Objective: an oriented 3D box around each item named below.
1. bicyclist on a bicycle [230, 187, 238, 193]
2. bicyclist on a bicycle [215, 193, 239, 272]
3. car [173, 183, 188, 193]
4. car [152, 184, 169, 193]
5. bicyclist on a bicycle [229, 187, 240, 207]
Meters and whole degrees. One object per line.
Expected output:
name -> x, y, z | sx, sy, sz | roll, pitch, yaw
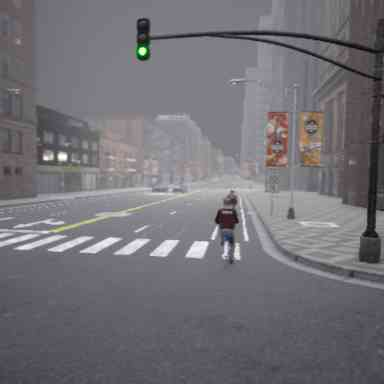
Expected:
bicyclist on a bicycle -> 1.960, 0.771, 16.260 | 0.659, 1.776, 1.843 | 1, 2, 7
bicyclist on a bicycle -> 0.904, 1.034, 8.516 | 0.659, 1.776, 1.843 | 1, 2, 7
car -> -1.849, -0.585, 53.271 | 1.837, 1.490, 4.892 | 1, 2, 8
car -> -5.070, -0.606, 53.708 | 1.994, 1.385, 4.181 | 1, 2, 8
bicyclist on a bicycle -> 3.608, 0.407, 28.412 | 0.866, 1.612, 1.509 | 1, 2, 8
